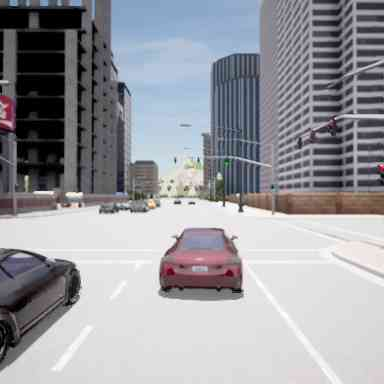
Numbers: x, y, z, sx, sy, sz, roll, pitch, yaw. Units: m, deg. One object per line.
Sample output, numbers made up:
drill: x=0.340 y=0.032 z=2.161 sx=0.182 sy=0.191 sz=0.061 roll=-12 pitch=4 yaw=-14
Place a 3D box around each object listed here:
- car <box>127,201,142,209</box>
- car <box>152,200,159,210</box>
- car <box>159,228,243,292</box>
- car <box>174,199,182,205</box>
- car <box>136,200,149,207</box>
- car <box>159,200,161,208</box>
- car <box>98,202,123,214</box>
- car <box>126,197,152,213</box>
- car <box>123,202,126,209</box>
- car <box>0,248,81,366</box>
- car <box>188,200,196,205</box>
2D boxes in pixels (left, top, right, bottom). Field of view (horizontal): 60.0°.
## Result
car: x=-10.561 y=2.292 z=61.113 sx=1.994 sy=1.385 sz=4.181 roll=0 pitch=-1 yaw=0
car: x=-7.074 y=2.130 z=54.735 sx=1.882 sy=1.535 sz=5.008 roll=0 pitch=-1 yaw=0
car: x=0.344 y=1.676 z=9.286 sx=1.994 sy=1.385 sz=4.181 roll=0 pitch=-1 yaw=5
car: x=-3.567 y=2.509 z=82.582 sx=2.128 sy=1.511 sz=4.902 roll=0 pitch=-1 yaw=0
car: x=-10.557 y=2.400 z=71.107 sx=1.994 sy=1.385 sz=4.181 roll=0 pitch=-1 yaw=0
car: x=-7.052 y=2.279 z=64.932 sx=1.837 sy=1.490 sz=4.892 roll=0 pitch=-1 yaw=0
car: x=-10.625 y=2.037 z=42.859 sx=1.812 sy=1.442 sz=4.674 roll=0 pitch=-1 yaw=0
car: x=-7.120 y=1.894 z=45.402 sx=2.097 sy=1.767 sz=4.553 roll=0 pitch=-1 yaw=0
car: x=-10.593 y=2.221 z=51.966 sx=1.895 sy=1.301 sz=4.718 roll=0 pitch=-1 yaw=0
car: x=-3.408 y=1.633 z=5.602 sx=1.994 sy=1.385 sz=4.181 roll=0 pitch=-1 yaw=0
car: x=-0.067 y=2.579 z=82.613 sx=1.895 sy=1.301 sz=4.718 roll=0 pitch=-1 yaw=0
